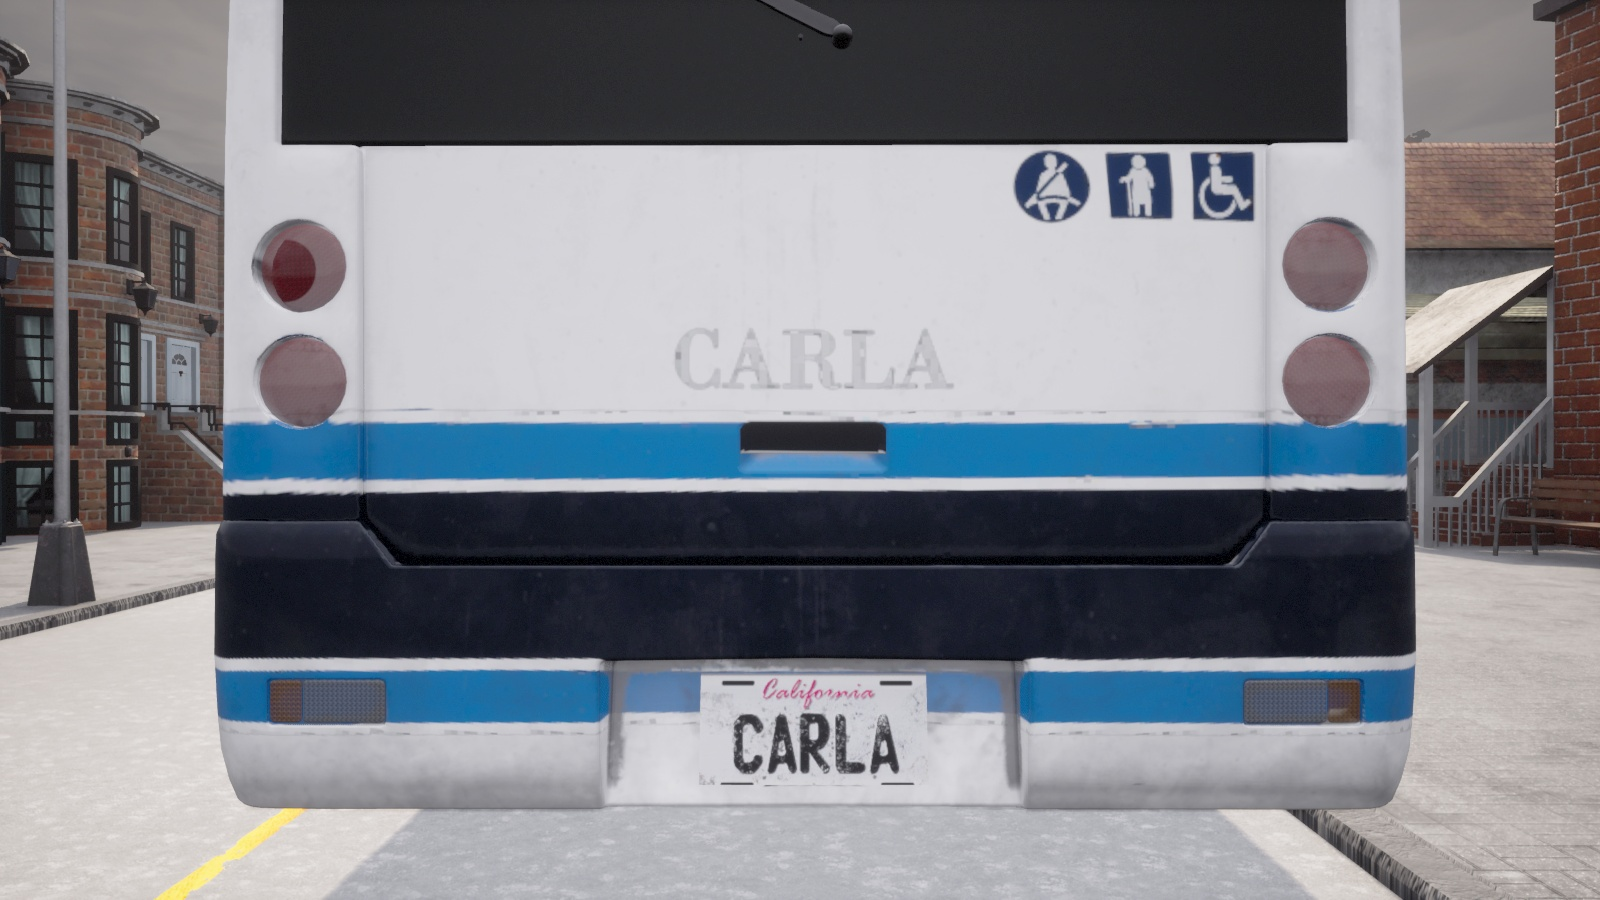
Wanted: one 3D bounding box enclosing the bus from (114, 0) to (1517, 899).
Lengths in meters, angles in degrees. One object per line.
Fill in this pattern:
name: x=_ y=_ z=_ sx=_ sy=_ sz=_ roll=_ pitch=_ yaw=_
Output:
bus: x=0.066 y=-0.679 z=8.669 sx=3.944 sy=4.253 sz=10.273 roll=0 pitch=0 yaw=0
